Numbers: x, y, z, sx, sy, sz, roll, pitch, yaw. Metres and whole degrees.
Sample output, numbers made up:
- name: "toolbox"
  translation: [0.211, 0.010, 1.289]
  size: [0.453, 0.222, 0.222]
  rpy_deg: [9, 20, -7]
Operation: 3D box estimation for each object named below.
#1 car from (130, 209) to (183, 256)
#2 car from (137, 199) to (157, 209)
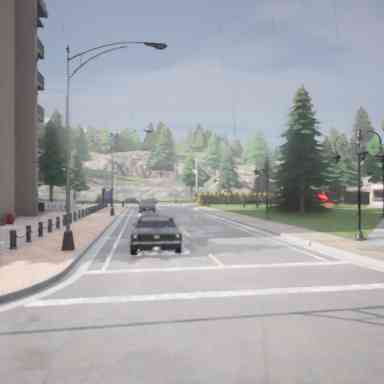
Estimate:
- name: "car"
  translation: [-1.443, 1.602, 13.432]
  size: [1.895, 1.301, 4.718]
  rpy_deg: [0, 0, -7]
- name: "car"
  translation: [-4.978, 1.521, 36.880]
  size: [1.837, 1.490, 4.892]
  rpy_deg: [0, 0, -9]
